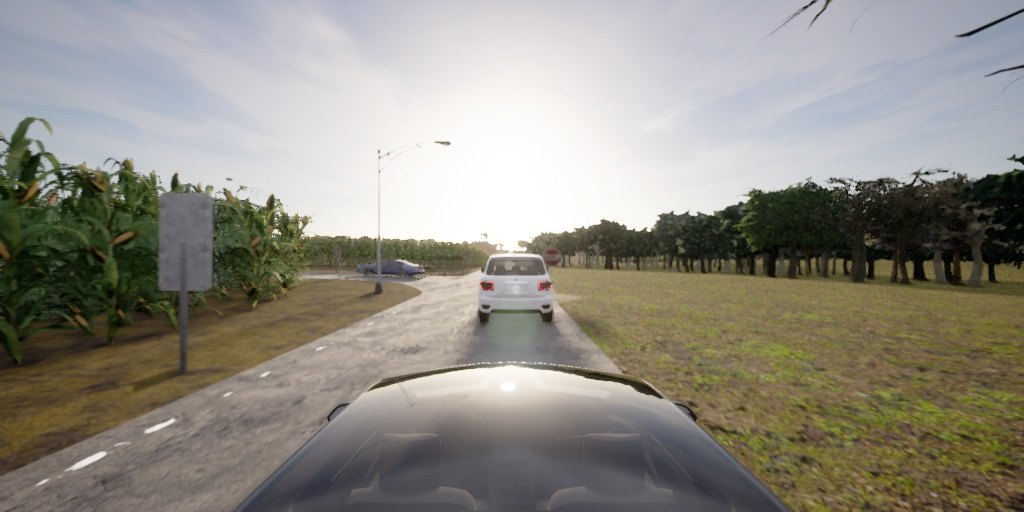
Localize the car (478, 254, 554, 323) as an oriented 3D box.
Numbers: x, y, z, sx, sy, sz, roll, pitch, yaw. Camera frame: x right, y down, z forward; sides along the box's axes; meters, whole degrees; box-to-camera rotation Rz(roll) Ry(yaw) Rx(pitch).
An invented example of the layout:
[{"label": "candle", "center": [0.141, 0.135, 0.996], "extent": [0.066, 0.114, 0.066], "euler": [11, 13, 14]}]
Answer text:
[{"label": "car", "center": [0.103, 0.957, 12.147], "extent": [2.150, 2.045, 5.566], "euler": [0, 0, 0]}]

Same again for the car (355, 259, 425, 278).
[{"label": "car", "center": [-9.945, 0.990, 29.462], "extent": [5.357, 1.411, 2.033], "euler": [2, -1, 6]}]
